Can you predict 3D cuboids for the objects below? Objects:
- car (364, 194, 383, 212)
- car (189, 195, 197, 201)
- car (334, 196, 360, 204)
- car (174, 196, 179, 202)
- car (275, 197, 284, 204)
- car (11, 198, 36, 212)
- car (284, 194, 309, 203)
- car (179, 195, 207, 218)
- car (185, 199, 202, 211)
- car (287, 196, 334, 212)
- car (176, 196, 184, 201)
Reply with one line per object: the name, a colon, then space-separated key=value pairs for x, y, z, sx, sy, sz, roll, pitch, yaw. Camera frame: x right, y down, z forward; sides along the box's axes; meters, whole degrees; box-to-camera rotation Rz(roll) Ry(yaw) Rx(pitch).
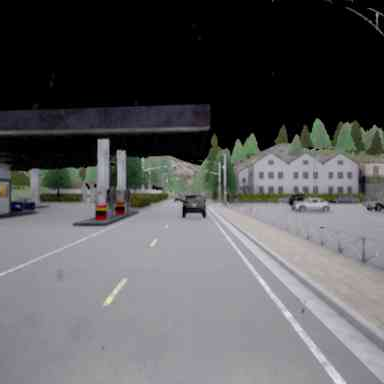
car: x=21.267 y=1.179 z=36.098 sx=4.605 sy=1.855 sz=1.932 roll=0 pitch=0 yaw=0
car: x=0.273 y=1.712 z=92.588 sx=2.128 sy=1.511 sz=4.902 roll=0 pitch=0 yaw=0
car: x=28.346 y=1.489 z=61.990 sx=5.357 sy=1.411 sz=2.033 roll=0 pitch=0 yaw=0
car: x=-3.269 y=1.697 z=78.670 sx=2.033 sy=1.411 sz=5.357 roll=0 pitch=0 yaw=0
car: x=17.696 y=1.504 z=61.987 sx=4.181 sy=1.385 sz=1.994 roll=0 pitch=0 yaw=0
car: x=-20.613 y=1.552 z=39.807 sx=2.242 sy=1.667 sz=4.611 roll=0 pitch=0 yaw=0
car: x=13.390 y=1.162 z=39.361 sx=3.866 sy=1.878 sz=1.905 roll=0 pitch=0 yaw=0
car: x=0.191 y=1.285 z=31.370 sx=2.150 sy=2.045 sz=5.566 roll=0 pitch=0 yaw=0
car: x=0.218 y=1.649 z=41.968 sx=1.994 sy=1.385 sz=4.181 roll=0 pitch=0 yaw=0
car: x=12.788 y=1.439 z=36.034 sx=3.806 sy=1.475 sz=1.970 roll=0 pitch=0 yaw=0
car: x=-3.236 y=1.719 z=89.744 sx=2.033 sy=1.411 sz=5.357 roll=0 pitch=0 yaw=0
